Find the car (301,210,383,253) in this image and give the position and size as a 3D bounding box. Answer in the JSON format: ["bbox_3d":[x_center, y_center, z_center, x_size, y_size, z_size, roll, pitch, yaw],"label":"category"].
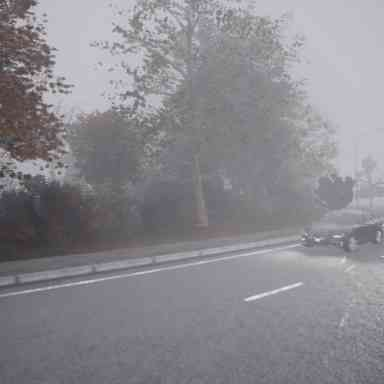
[{"bbox_3d":[6.480,1.557,14.131,4.892,1.490,1.837,0,-1,-43],"label":"car"}]
